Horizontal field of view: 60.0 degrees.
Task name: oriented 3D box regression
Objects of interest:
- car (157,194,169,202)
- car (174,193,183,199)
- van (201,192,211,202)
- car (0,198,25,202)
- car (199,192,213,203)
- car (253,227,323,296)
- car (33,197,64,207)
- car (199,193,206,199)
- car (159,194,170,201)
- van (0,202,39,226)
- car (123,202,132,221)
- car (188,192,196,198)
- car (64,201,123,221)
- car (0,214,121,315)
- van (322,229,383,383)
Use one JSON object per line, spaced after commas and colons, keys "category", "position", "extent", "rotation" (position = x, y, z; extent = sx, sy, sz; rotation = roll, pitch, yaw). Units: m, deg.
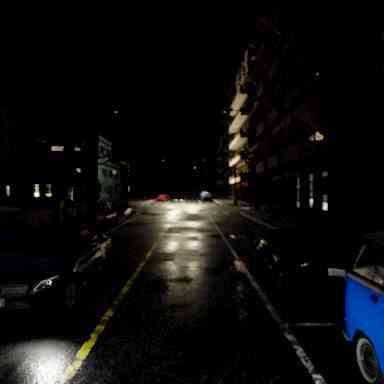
{"category": "car", "position": [-5.707, 1.161, 63.257], "extent": [1.802, 1.307, 4.206], "rotation": [1, 0, 0]}
{"category": "car", "position": [-3.035, 1.023, 77.906], "extent": [1.994, 1.385, 4.181], "rotation": [0, 0, 0]}
{"category": "van", "position": [2.677, 0.920, 63.294], "extent": [1.690, 1.788, 3.998], "rotation": [1, 0, 0]}
{"category": "car", "position": [-25.219, 1.448, 45.575], "extent": [4.313, 1.339, 1.947], "rotation": [0, 0, 1]}
{"category": "car", "position": [2.676, 1.170, 57.717], "extent": [2.008, 1.369, 4.403], "rotation": [1, 0, 0]}
{"category": "car", "position": [2.697, 1.515, 8.293], "extent": [1.947, 1.339, 4.313], "rotation": [1, 0, 0]}
{"category": "car", "position": [-19.737, 1.408, 45.502], "extent": [4.403, 1.369, 2.008], "rotation": [0, 0, 1]}
{"category": "car", "position": [2.664, 0.935, 85.788], "extent": [1.752, 1.417, 4.829], "rotation": [1, 0, 0]}
{"category": "car", "position": [-5.709, 1.083, 68.837], "extent": [1.887, 1.381, 4.507], "rotation": [1, 0, 0]}
{"category": "van", "position": [-5.647, 1.291, 8.255], "extent": [1.690, 1.788, 3.998], "rotation": [1, 0, 0]}
{"category": "car", "position": [-5.657, 1.388, 25.194], "extent": [1.887, 1.381, 4.507], "rotation": [1, 0, 0]}
{"category": "car", "position": [-0.039, 0.868, 87.199], "extent": [1.882, 1.535, 5.008], "rotation": [0, 0, 0]}
{"category": "car", "position": [-5.653, 1.319, 19.548], "extent": [1.967, 1.590, 4.097], "rotation": [1, 0, 0]}
{"category": "car", "position": [-3.101, 1.479, 7.592], "extent": [1.812, 1.442, 4.674], "rotation": [0, 0, 0]}
{"category": "van", "position": [2.703, 1.325, 2.646], "extent": [1.690, 1.788, 3.998], "rotation": [1, 0, 0]}
